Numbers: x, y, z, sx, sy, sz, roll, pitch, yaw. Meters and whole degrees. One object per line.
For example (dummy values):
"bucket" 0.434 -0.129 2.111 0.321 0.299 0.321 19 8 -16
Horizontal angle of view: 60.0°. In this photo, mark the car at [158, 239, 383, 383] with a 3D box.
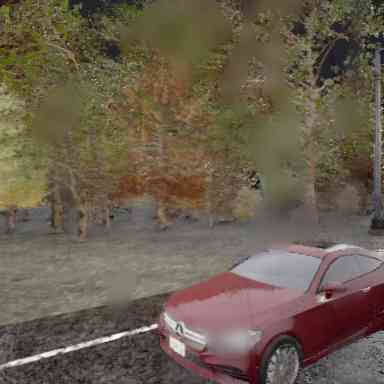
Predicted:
"car" 1.722 1.535 5.218 4.674 1.442 1.812 0 0 -36
